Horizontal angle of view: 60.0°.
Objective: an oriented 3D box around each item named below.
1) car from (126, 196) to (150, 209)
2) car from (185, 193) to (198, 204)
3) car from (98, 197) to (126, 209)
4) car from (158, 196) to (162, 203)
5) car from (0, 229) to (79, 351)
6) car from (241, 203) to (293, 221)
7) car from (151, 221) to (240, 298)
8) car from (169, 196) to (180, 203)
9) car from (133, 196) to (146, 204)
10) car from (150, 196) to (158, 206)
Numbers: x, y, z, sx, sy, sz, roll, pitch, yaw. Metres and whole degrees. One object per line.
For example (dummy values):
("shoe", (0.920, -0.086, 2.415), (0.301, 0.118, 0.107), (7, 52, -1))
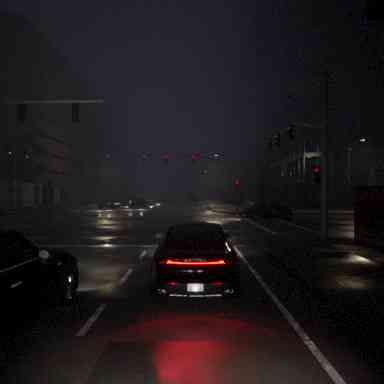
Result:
("car", (-7.456, 1.505, 46.467), (1.837, 1.490, 4.892), (0, 0, 0))
("car", (-0.114, 1.221, 65.204), (2.150, 2.045, 5.566), (0, 0, 1))
("car", (-10.925, 1.547, 44.579), (2.033, 1.411, 5.357), (0, 0, 3))
("car", (-7.191, 1.490, 68.114), (2.128, 1.511, 4.902), (0, 0, 1))
("car", (-3.445, 1.352, 5.196), (2.097, 1.767, 4.553), (0, 0, 0))
("car", (6.220, 1.619, 27.762), (4.181, 1.385, 1.994), (0, 0, 0))
("car", (0.082, 1.505, 8.518), (1.837, 1.490, 4.892), (0, 0, 0))
("car", (-3.598, 1.564, 66.557), (1.994, 1.385, 4.181), (0, 0, 1))
("car", (-10.697, 1.526, 67.639), (1.812, 1.442, 4.674), (0, 0, 1))
("car", (-7.390, 1.478, 56.536), (1.882, 1.535, 5.008), (0, 0, 1))
